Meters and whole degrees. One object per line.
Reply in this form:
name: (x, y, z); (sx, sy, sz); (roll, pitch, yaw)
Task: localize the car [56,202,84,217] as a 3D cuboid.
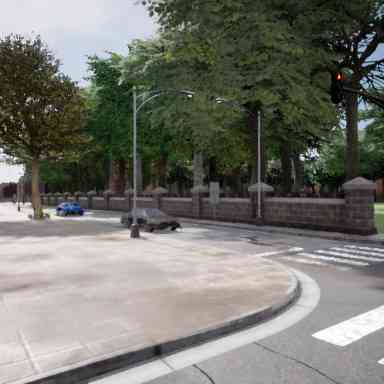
car: (-13.234, 1.847, 35.986); (1.882, 1.535, 5.008); (0, -1, -35)

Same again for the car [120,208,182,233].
car: (-2.832, 1.723, 21.391); (2.033, 1.411, 5.357); (0, 0, -36)
